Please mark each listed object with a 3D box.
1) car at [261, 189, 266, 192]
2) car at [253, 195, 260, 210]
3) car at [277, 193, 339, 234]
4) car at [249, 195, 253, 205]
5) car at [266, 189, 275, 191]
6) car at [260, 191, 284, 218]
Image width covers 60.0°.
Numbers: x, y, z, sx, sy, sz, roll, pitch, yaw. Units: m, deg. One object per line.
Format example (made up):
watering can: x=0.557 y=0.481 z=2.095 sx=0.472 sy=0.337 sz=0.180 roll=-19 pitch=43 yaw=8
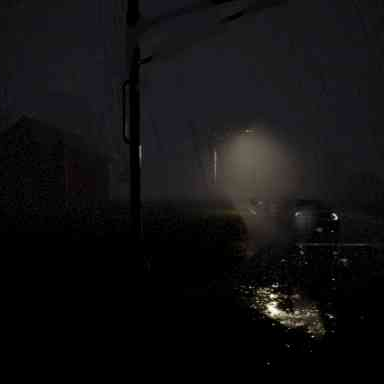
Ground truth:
car: x=13.667 y=0.464 z=59.408 sx=2.150 sy=2.045 sz=5.566 roll=-1 pitch=1 yaw=5
car: x=7.780 y=1.114 z=35.127 sx=1.812 sy=1.442 sz=4.674 roll=-1 pitch=1 yaw=6
car: x=6.096 y=1.147 z=17.611 sx=2.097 sy=1.767 sz=4.553 roll=-1 pitch=1 yaw=6
car: x=8.772 y=1.034 z=44.823 sx=1.994 sy=1.385 sz=4.181 roll=-1 pitch=1 yaw=5
car: x=12.704 y=0.722 z=49.241 sx=2.097 sy=1.767 sz=4.553 roll=-1 pitch=1 yaw=5
car: x=6.927 y=1.045 z=26.351 sx=2.097 sy=1.767 sz=4.553 roll=-1 pitch=1 yaw=6
